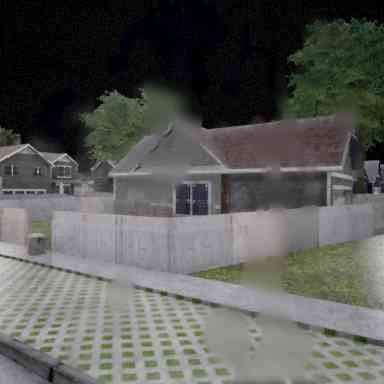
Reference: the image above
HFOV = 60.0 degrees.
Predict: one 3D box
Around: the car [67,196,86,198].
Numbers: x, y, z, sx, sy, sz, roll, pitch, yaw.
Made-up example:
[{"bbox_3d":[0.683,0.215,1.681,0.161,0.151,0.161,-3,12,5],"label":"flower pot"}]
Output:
[{"bbox_3d":[-12.753,1.167,36.183,1.837,1.490,4.892,1,1,34],"label":"car"}]
